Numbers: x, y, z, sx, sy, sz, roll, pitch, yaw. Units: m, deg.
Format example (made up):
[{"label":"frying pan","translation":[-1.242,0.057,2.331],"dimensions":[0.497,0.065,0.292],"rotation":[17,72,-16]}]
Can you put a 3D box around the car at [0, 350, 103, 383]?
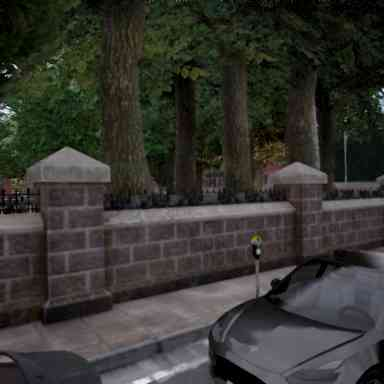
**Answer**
[{"label":"car","translation":[-2.422,1.565,1.092],"dimensions":[4.403,1.369,2.008],"rotation":[-1,0,-35]}]

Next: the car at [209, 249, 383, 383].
[{"label":"car","translation":[2.211,1.525,4.392],"dimensions":[4.313,1.339,1.947],"rotation":[-1,0,-35]}]
